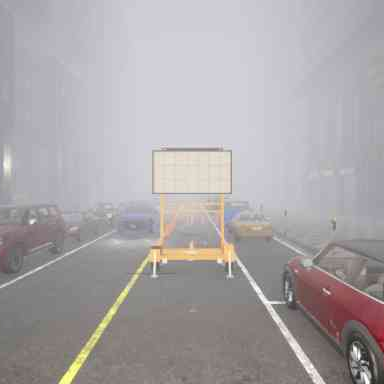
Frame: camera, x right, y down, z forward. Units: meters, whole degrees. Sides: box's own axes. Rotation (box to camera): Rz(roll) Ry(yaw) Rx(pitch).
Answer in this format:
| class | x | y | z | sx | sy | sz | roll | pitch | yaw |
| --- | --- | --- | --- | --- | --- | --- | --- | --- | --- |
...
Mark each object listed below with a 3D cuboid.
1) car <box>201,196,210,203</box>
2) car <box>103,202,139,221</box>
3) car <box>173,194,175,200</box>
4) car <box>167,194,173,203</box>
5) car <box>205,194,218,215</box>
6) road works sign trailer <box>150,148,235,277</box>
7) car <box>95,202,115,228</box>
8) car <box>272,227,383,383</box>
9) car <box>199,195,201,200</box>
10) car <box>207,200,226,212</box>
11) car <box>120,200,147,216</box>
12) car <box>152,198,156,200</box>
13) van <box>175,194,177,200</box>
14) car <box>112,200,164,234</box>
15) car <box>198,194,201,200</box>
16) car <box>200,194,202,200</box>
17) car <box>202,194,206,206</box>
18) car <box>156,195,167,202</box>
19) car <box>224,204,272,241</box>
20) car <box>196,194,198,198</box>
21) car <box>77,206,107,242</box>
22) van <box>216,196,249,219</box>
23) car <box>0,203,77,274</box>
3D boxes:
| class | x | y | z | sx | sy | sz | roll | pitch | yaw |
| --- | --- | --- | --- | --- | --- | --- | --- | --- | --- |
| car | 2.817 | 1.610 | 72.345 | 1.802 | 1.307 | 4.206 | 0 | 0 | 0 |
| car | -5.743 | 1.553 | 27.525 | 2.008 | 1.369 | 4.403 | 0 | 0 | 0 |
| car | -5.704 | 1.577 | 77.943 | 1.887 | 1.381 | 4.507 | 0 | 0 | 0 |
| car | -5.709 | 1.468 | 72.342 | 1.967 | 1.590 | 4.097 | 0 | 0 | 0 |
| car | 2.785 | 1.319 | 33.133 | 2.192 | 1.841 | 5.009 | 0 | 0 | 0 |
| road works sign trailer | 0.007 | 0.464 | 10.170 | 2.380 | 3.560 | 2.880 | 0 | 0 | 0 |
| car | -5.748 | 1.441 | 21.923 | 1.967 | 1.590 | 4.097 | 0 | 0 | 0 |
| car | 2.764 | 1.440 | 5.124 | 1.967 | 1.590 | 4.097 | 0 | 0 | 0 |
| car | 2.808 | 1.586 | 61.142 | 1.947 | 1.339 | 4.313 | 0 | 0 | 0 |
| car | 2.790 | 1.588 | 38.735 | 1.802 | 1.307 | 4.206 | 0 | 0 | 0 |
| car | -5.739 | 1.570 | 33.127 | 1.947 | 1.339 | 4.313 | 0 | 0 | 0 |
| car | -5.735 | 1.572 | 38.729 | 1.947 | 1.339 | 4.313 | 0 | 0 | 0 |
| van | -5.696 | 1.381 | 89.149 | 1.690 | 1.788 | 3.998 | 0 | 0 | 0 |
| car | -2.984 | 1.478 | 19.423 | 1.882 | 1.535 | 5.008 | 0 | 0 | 0 |
| car | 2.812 | 1.465 | 66.743 | 1.967 | 1.590 | 4.097 | 0 | 0 | 0 |
| car | 2.803 | 1.457 | 55.540 | 1.967 | 1.590 | 4.097 | 0 | 0 | 0 |
| car | 2.794 | 1.324 | 44.337 | 2.192 | 1.841 | 5.009 | 0 | 0 | 0 |
| car | -5.722 | 1.561 | 55.536 | 1.887 | 1.381 | 4.507 | 0 | 0 | 0 |
| car | 2.773 | 1.525 | 16.499 | 1.752 | 1.417 | 4.829 | 0 | 0 | 0 |
| car | 2.830 | 1.585 | 89.150 | 1.887 | 1.381 | 4.507 | 0 | 0 | 0 |
| car | -5.752 | 1.582 | 16.321 | 1.802 | 1.307 | 4.206 | 0 | 0 | 0 |
| van | 2.776 | 1.342 | 21.930 | 1.690 | 1.788 | 3.998 | 0 | 0 | 0 |
| car | -5.757 | 1.315 | 10.719 | 2.192 | 1.841 | 5.009 | 0 | 0 | 0 |
